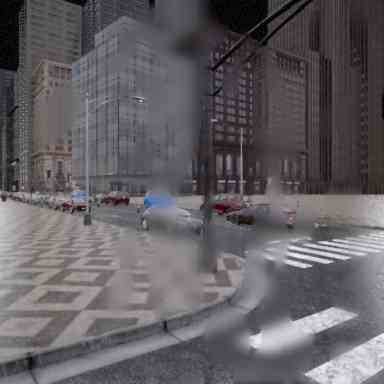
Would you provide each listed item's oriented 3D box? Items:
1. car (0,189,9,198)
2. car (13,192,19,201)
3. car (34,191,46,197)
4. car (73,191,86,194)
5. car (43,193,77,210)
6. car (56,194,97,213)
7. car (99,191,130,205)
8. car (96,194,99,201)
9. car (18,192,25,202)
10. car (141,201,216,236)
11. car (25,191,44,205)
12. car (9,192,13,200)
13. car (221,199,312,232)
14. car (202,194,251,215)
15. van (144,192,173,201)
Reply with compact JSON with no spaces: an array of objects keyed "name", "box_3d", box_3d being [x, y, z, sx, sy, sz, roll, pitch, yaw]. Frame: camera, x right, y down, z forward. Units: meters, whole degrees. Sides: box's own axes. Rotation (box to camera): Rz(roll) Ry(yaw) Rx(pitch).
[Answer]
[{"name":"car","box_3d":[-39.113,0.608,70.278,1.947,1.339,4.313,1,0,-35]},{"name":"car","box_3d":[-26.434,0.699,52.499,1.967,1.590,4.097,1,0,-35]},{"name":"car","box_3d":[-38.508,0.489,84.114,1.887,1.381,4.507,0,0,-35]},{"name":"car","box_3d":[-16.239,0.961,48.438,1.895,1.301,4.718,0,1,-36]},{"name":"car","box_3d":[-13.759,1.071,34.718,2.008,1.369,4.403,1,0,-35]},{"name":"car","box_3d":[-10.590,1.136,30.273,1.887,1.381,4.507,1,0,-35]},{"name":"car","box_3d":[-9.979,0.760,44.105,2.192,1.841,5.009,1,0,-35]},{"name":"car","box_3d":[-13.152,0.928,48.552,2.008,1.369,4.403,1,0,-35]},{"name":"car","box_3d":[-23.267,0.871,48.054,2.008,1.369,4.403,1,0,-35]},{"name":"car","box_3d":[-1.083,1.364,16.938,2.008,1.369,4.403,1,0,-35]},{"name":"car","box_3d":[-20.098,0.936,43.609,2.008,1.369,4.403,1,0,-35]},{"name":"car","box_3d":[-29.605,0.744,56.944,1.887,1.381,4.507,1,0,-35]},{"name":"car","box_3d":[4.208,1.374,18.987,2.033,1.411,5.357,0,1,-30]},{"name":"car","box_3d":[2.699,1.044,26.323,2.192,1.841,5.009,1,0,-35]},{"name":"van","box_3d":[-3.640,0.924,35.214,1.690,1.788,3.998,1,0,-35]}]
